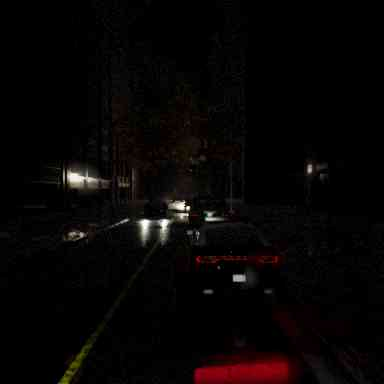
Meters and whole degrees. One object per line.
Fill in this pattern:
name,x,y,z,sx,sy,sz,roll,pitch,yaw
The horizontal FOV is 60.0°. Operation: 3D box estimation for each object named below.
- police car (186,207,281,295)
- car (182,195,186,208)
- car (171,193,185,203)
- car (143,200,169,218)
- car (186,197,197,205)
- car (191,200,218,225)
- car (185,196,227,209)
police car,0.886,1.419,8.840,1.930,1.638,5.238,0,0,0
car,-0.068,1.516,46.074,1.812,1.442,4.674,0,0,0
car,-3.123,1.232,70.753,2.150,2.045,5.566,0,0,0
car,-3.151,1.466,29.781,1.882,1.535,5.008,0,0,0
car,-0.104,1.599,60.141,1.895,1.301,4.718,0,0,0
car,0.857,1.445,24.920,1.801,1.575,5.366,0,0,0
car,0.868,1.215,18.760,2.150,2.045,5.566,0,0,0
